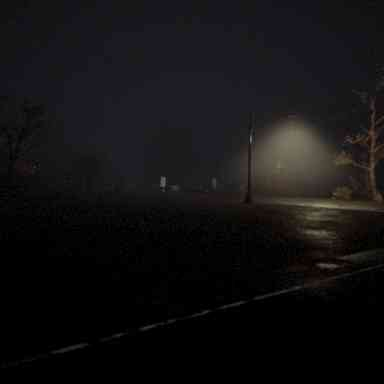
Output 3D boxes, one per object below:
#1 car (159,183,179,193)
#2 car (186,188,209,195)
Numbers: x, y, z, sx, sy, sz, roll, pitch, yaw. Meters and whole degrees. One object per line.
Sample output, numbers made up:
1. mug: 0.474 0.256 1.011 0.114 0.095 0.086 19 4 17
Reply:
1. car: -4.908 -0.947 68.966 2.150 2.045 5.566 0 2 -36
2. car: 0.912 -0.153 60.848 1.895 1.301 4.718 0 2 -36
